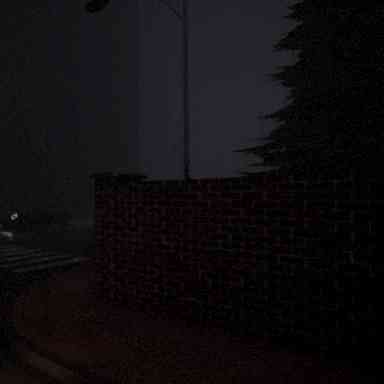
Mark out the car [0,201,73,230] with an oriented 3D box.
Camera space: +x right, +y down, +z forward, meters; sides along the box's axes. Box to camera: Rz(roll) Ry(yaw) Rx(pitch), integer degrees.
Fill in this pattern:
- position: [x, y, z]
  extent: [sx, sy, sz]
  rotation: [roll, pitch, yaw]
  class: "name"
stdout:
- position: [-10.534, 1.524, 22.521]
  extent: [2.097, 1.767, 4.553]
  rotation: [-1, 0, 35]
  class: "car"
